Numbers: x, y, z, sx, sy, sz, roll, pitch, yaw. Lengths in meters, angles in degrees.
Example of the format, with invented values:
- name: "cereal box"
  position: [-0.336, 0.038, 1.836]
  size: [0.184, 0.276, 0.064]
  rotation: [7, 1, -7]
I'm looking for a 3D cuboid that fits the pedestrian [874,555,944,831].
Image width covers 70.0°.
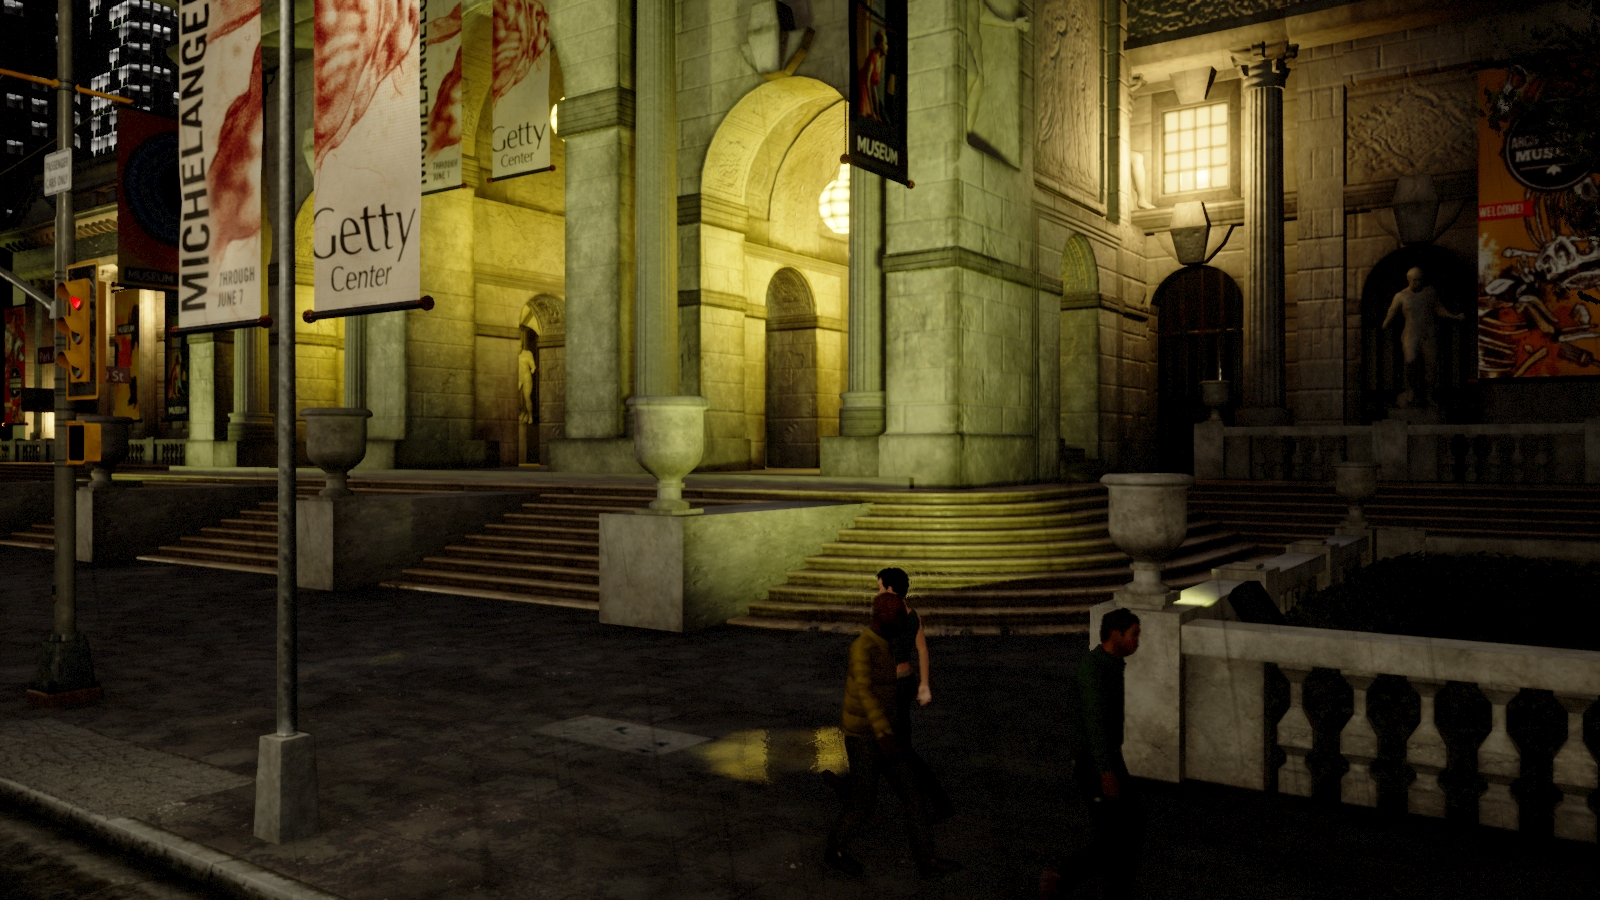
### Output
- name: "pedestrian"
  position: [0.778, 1.698, 8.137]
  size: [0.375, 1.860, 0.375]
  rotation: [0, 0, 31]

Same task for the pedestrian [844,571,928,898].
- name: "pedestrian"
  position: [0.527, 1.696, 6.960]
  size: [0.375, 1.860, 0.375]
  rotation: [0, 0, 33]

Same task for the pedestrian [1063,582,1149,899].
- name: "pedestrian"
  position: [1.718, 1.698, 6.402]
  size: [0.375, 1.860, 0.375]
  rotation: [0, 0, 31]
